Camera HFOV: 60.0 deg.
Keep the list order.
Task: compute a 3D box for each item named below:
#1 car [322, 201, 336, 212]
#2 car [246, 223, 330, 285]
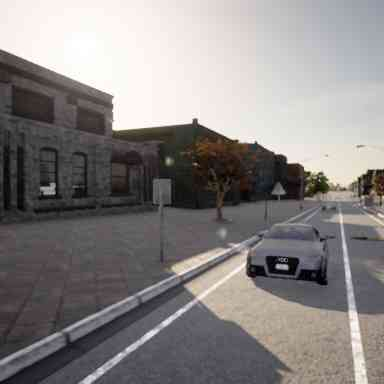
[{"bbox_3d":[19.889,2.013,48.225,2.128,1.511,4.902,0,-1,24],"label":"car"},{"bbox_3d":[2.975,1.647,9.847,1.994,1.385,4.181,0,-1,24],"label":"car"}]
